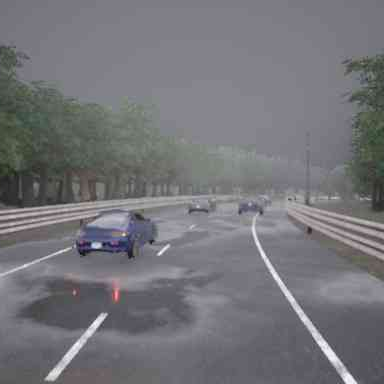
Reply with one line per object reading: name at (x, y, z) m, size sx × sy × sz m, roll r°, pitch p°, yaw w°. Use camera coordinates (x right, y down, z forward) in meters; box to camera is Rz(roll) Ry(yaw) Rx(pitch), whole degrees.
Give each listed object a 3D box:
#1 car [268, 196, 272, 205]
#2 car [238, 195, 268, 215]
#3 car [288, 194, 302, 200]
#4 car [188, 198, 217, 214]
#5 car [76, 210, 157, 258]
car at (10.192, 1.152, 47.757) m, size 2.128 × 1.511 × 4.902 m, roll 1°, pitch 0°, yaw 26°
car at (5.459, 1.062, 30.195) m, size 2.097 × 1.767 × 4.553 m, roll 0°, pitch 0°, yaw 15°
car at (20.581, 1.120, 66.514) m, size 1.837 × 1.490 × 4.892 m, roll 1°, pitch 0°, yaw 35°
car at (1.064, 1.241, 31.130) m, size 1.994 × 1.385 × 4.181 m, roll 0°, pitch 0°, yaw 15°
car at (-2.558, 1.377, 12.067) m, size 1.812 × 1.442 × 4.674 m, roll 0°, pitch 1°, yaw 6°
